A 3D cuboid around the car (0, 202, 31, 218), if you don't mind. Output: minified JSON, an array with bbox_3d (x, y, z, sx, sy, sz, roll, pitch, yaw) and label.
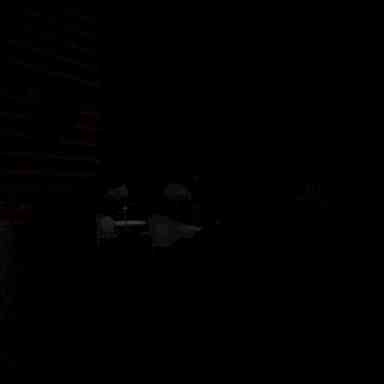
[{"bbox_3d":[-18.152,1.789,31.946,1.882,1.535,5.008,-1,0,39],"label":"car"}]

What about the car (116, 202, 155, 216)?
[{"bbox_3d":[-5.970,1.790,35.480,1.812,1.442,4.674,-1,0,39],"label":"car"}]
